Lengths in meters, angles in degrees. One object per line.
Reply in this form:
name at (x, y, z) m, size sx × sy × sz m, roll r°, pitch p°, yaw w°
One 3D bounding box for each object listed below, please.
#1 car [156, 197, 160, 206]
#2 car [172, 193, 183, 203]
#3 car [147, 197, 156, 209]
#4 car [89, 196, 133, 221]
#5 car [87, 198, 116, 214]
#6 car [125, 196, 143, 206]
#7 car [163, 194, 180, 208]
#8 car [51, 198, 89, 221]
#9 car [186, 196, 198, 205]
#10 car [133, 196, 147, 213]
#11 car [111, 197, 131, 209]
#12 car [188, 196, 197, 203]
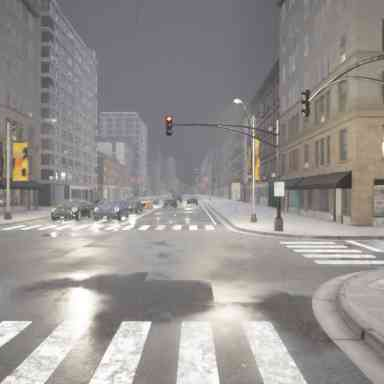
car at (-6.518, 1.517, 55.612) m, size 1.812 × 1.442 × 4.674 m, roll 0°, pitch 0°, yaw 1°
car at (-3.111, 1.207, 67.736) m, size 2.150 × 2.045 × 5.566 m, roll 0°, pitch 0°, yaw 0°
car at (-6.541, 1.473, 45.760) m, size 1.882 × 1.535 × 5.008 m, roll 0°, pitch 0°, yaw 0°
car at (-6.566, 1.352, 27.418) m, size 2.097 × 1.767 × 4.553 m, roll 0°, pitch 0°, yaw 0°
car at (-9.806, 1.503, 36.394) m, size 1.837 × 1.490 × 4.892 m, roll 0°, pitch 0°, yaw 0°
car at (-9.761, 1.483, 56.637) m, size 2.128 × 1.511 × 4.902 m, roll 0°, pitch 0°, yaw 1°
car at (-3.109, 1.500, 48.542) m, size 1.837 × 1.490 × 4.892 m, roll 0°, pitch 0°, yaw 0°
car at (-9.815, 1.352, 27.422) m, size 2.097 × 1.767 × 4.553 m, roll 0°, pitch 0°, yaw 0°
car at (0.050, 1.496, 57.895) m, size 1.837 × 1.490 × 4.892 m, roll 0°, pitch 0°, yaw 0°
car at (-6.552, 1.490, 36.257) m, size 2.128 × 1.511 × 4.902 m, roll 0°, pitch 0°, yaw 0°
car at (-9.793, 1.521, 46.339) m, size 1.812 × 1.442 × 4.674 m, roll 0°, pitch 0°, yaw 0°
car at (0.059, 1.512, 68.314) m, size 1.812 × 1.442 × 4.674 m, roll 0°, pitch 0°, yaw 0°
